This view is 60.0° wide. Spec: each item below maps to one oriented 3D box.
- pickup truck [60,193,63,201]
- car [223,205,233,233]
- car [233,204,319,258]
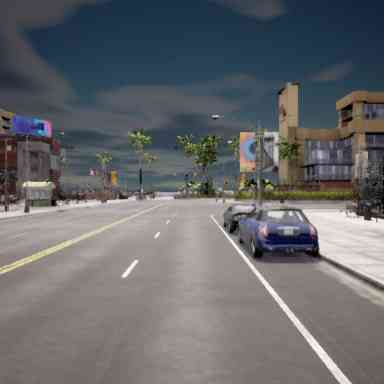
[{"bbox_3d":[-28.603,1.045,79.524,6.274,2.098,2.390,0,0,0],"label":"pickup truck"},{"bbox_3d":[2.900,1.427,19.057,2.097,1.535,5.008,0,0,0],"label":"car"},{"bbox_3d":[3.040,1.301,12.632,2.185,1.767,4.553,0,0,0],"label":"car"}]
